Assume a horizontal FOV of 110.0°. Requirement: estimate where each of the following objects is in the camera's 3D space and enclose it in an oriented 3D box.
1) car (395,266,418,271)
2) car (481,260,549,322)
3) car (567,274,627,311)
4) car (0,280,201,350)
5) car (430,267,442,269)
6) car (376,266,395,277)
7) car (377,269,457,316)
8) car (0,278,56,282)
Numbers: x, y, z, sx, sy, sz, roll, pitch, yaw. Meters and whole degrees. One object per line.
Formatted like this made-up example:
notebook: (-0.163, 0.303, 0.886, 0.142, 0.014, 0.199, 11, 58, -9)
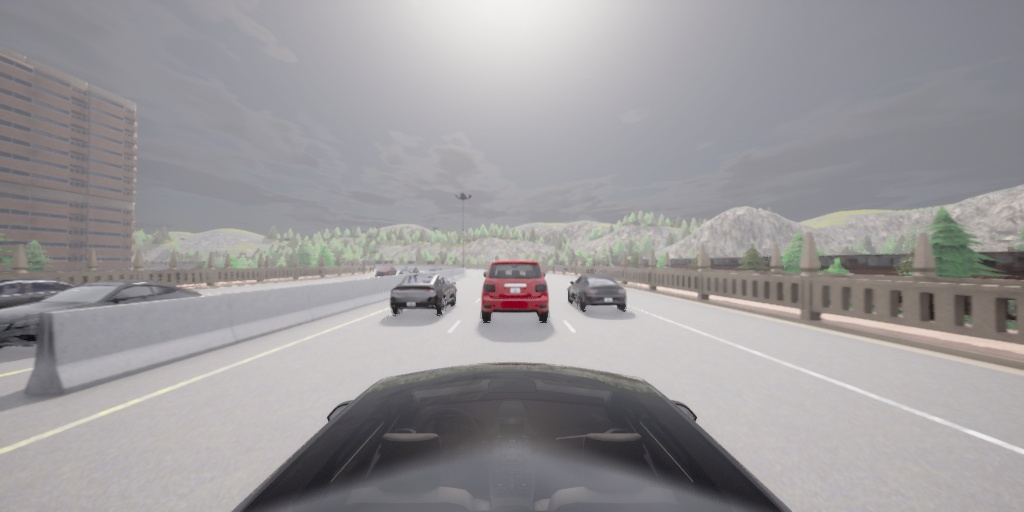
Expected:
car: (-14.272, 2.167, 50.061, 2.128, 1.511, 4.902, 0, -1, -2)
car: (0.098, 1.165, 13.268, 2.150, 2.045, 5.566, 0, -1, 0)
car: (3.598, 1.518, 15.684, 1.812, 1.442, 4.674, 0, -1, 0)
car: (-10.601, 1.393, 9.446, 1.812, 1.442, 4.674, 0, -1, 0)
car: (-10.853, 2.269, 51.511, 1.994, 1.385, 4.181, 0, -1, -2)
car: (-17.797, 2.173, 51.042, 1.882, 1.535, 5.008, 0, -1, -2)
car: (-3.402, 1.460, 14.531, 2.128, 1.511, 4.902, 0, -1, 0)
car: (-14.101, 1.363, 9.649, 2.128, 1.511, 4.902, 0, -1, 0)
